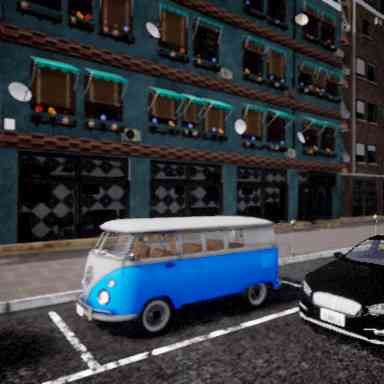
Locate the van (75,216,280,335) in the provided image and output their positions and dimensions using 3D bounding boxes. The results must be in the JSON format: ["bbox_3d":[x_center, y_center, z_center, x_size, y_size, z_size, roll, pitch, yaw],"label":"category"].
[{"bbox_3d":[-0.063,1.390,6.519,3.998,1.788,1.690,1,-1,-35],"label":"van"}]

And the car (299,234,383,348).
[{"bbox_3d":[4.034,1.582,6.251,4.902,1.511,2.128,1,-1,-35],"label":"car"}]
